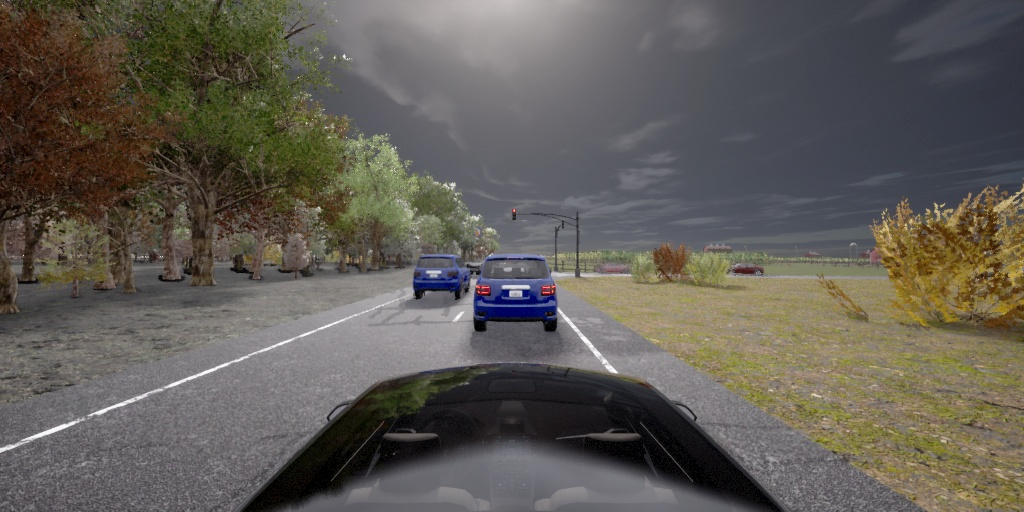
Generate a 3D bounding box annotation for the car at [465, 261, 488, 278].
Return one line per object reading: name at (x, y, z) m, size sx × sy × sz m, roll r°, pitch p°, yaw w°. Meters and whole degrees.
car at (-3.450, 1.264, 35.569) m, size 1.837 × 1.490 × 4.892 m, roll 0°, pitch 1°, yaw 0°

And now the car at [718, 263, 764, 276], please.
car at (27.700, 1.588, 43.452) m, size 5.008 × 1.535 × 1.882 m, roll 1°, pitch -1°, yaw 0°

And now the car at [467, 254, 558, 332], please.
car at (0.089, 0.974, 11.054) m, size 2.150 × 2.045 × 5.566 m, roll 0°, pitch 0°, yaw 0°

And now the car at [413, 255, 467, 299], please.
car at (-3.423, 0.973, 18.291) m, size 2.150 × 2.045 × 5.566 m, roll 0°, pitch 0°, yaw 0°

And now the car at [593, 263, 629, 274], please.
car at (12.086, 1.509, 43.793) m, size 4.181 × 1.385 × 1.994 m, roll 1°, pitch -1°, yaw 4°
